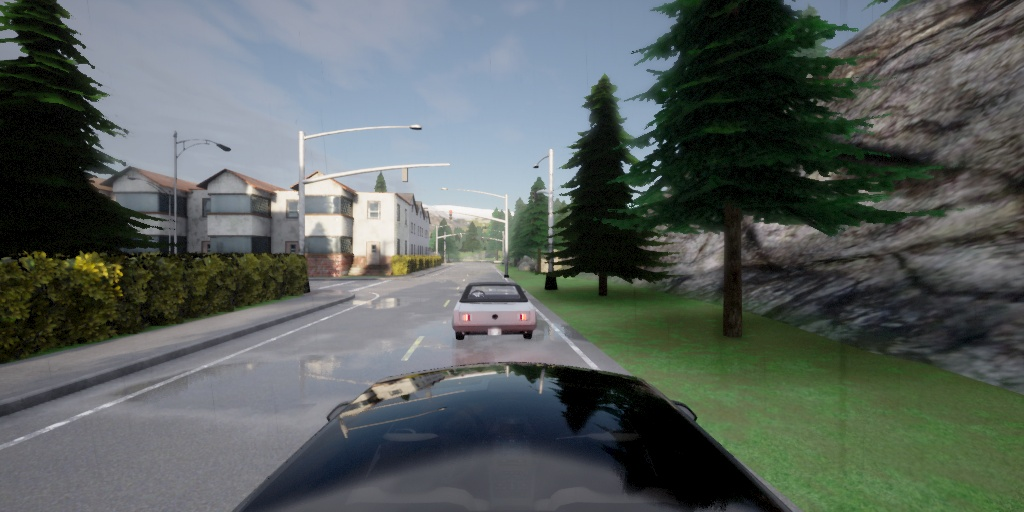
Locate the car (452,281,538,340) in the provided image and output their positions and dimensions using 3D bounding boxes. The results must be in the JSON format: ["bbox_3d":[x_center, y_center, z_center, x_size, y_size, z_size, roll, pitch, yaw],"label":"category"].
[{"bbox_3d":[-0.526,1.351,9.954,1.895,1.301,4.718,0,0,-4],"label":"car"}]
